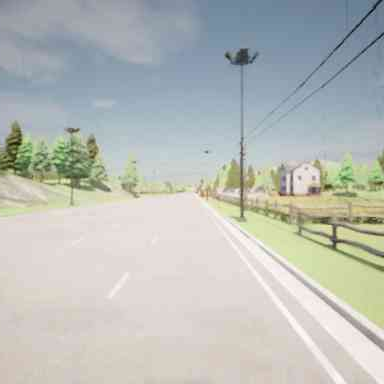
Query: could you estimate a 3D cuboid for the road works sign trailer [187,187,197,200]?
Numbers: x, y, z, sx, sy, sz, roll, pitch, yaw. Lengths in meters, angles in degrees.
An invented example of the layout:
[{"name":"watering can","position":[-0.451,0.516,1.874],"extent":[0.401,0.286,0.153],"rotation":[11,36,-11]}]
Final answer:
[{"name":"road works sign trailer","position":[-0.019,0.383,85.408],"extent":[2.380,3.560,2.880],"rotation":[0,0,0]}]
